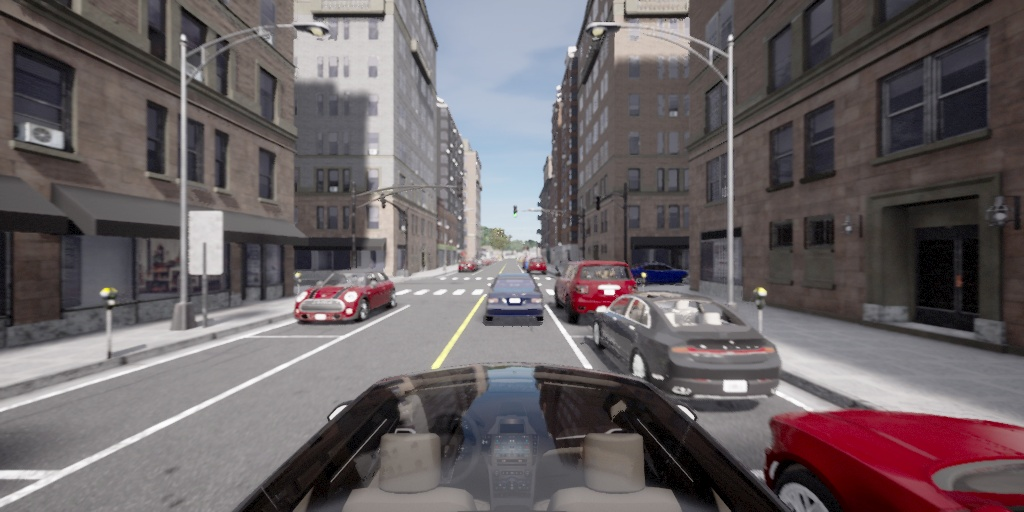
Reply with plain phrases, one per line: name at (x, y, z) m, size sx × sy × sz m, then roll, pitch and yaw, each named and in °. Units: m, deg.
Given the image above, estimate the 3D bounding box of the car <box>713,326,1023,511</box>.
car at (2.638, 1.295, 0.735) m, size 1.888 × 1.381 × 4.507 m, roll 0°, pitch 0°, yaw 0°

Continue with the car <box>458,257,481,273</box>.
car at (-5.453, 1.058, 44.652) m, size 2.192 × 1.841 × 5.009 m, roll 0°, pitch 0°, yaw 0°

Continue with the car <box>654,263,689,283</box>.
car at (9.611, 1.195, 23.945) m, size 5.008 × 1.535 × 1.882 m, roll 0°, pitch 0°, yaw -4°

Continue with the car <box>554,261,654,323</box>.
car at (2.629, 1.063, 12.099) m, size 2.192 × 1.841 × 5.009 m, roll 0°, pitch 0°, yaw 0°

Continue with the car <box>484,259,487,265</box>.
car at (-5.458, 1.291, 55.659) m, size 2.007 × 1.370 × 4.403 m, roll 0°, pitch 0°, yaw 0°

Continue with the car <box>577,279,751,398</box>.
car at (2.634, 1.300, 6.417) m, size 2.007 × 1.370 × 4.403 m, roll 0°, pitch 0°, yaw 0°

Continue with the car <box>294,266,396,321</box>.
car at (-5.396, 1.189, 12.092) m, size 1.967 × 1.591 × 4.097 m, roll 0°, pitch 0°, yaw 0°

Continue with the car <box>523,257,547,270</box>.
car at (2.670, 1.059, 39.155) m, size 2.192 × 1.841 × 5.009 m, roll 0°, pitch 0°, yaw 0°

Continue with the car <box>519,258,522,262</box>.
car at (2.644, 1.055, 55.667) m, size 2.192 × 1.841 × 5.009 m, roll 0°, pitch 0°, yaw 0°

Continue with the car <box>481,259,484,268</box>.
car at (-5.456, 1.308, 50.155) m, size 1.948 × 1.339 × 4.313 m, roll 0°, pitch 0°, yaw 0°

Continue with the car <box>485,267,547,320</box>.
car at (0.097, 1.296, 12.544) m, size 2.033 × 1.411 × 5.357 m, roll 0°, pitch 0°, yaw 0°
